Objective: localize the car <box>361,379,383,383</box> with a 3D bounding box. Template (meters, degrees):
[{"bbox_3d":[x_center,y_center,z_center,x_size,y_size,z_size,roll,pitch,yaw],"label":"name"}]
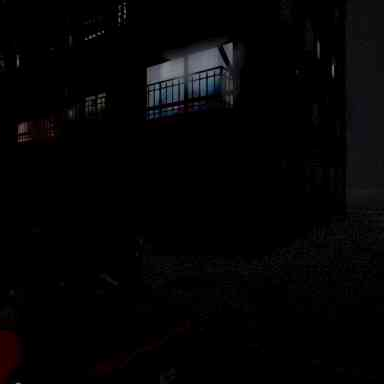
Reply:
[{"bbox_3d":[2.555,1.566,1.052,4.313,1.339,1.947,0,0,36],"label":"car"}]

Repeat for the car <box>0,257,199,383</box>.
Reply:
[{"bbox_3d":[-2.032,1.545,4.327,4.507,1.381,1.887,0,0,36],"label":"car"}]
